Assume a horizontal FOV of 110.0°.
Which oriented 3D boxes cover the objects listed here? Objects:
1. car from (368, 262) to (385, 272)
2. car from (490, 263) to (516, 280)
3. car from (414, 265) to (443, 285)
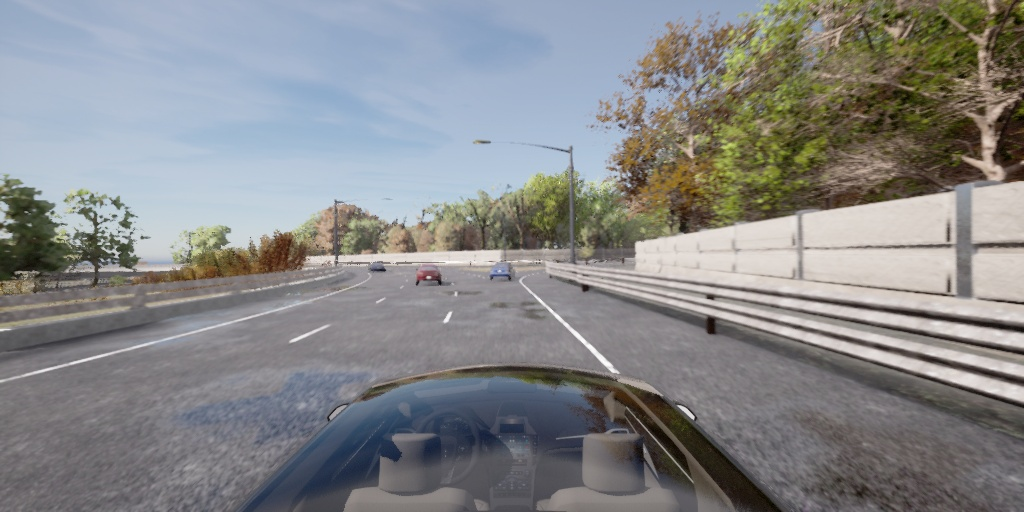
[{"bbox_3d":[-20.489,1.665,54.096,1.994,1.385,4.181,-1,0,-29],"label":"car"},{"bbox_3d":[-0.763,1.308,31.869,2.033,1.411,5.357,-1,0,6],"label":"car"},{"bbox_3d":[-6.481,1.386,27.901,1.812,1.442,4.674,-1,0,-14],"label":"car"}]
